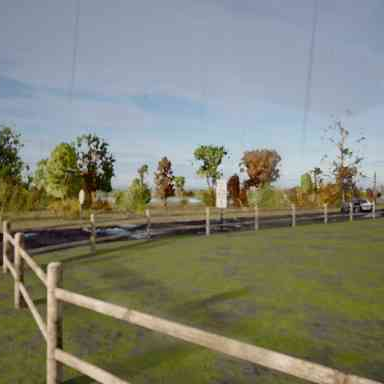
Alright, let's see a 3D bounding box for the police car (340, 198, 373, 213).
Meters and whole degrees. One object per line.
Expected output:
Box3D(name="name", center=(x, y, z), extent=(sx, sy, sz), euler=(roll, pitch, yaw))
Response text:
Box3D(name="police car", center=(18.404, 1.504, 37.142), extent=(4.974, 1.542, 2.038), euler=(0, 1, -37))
